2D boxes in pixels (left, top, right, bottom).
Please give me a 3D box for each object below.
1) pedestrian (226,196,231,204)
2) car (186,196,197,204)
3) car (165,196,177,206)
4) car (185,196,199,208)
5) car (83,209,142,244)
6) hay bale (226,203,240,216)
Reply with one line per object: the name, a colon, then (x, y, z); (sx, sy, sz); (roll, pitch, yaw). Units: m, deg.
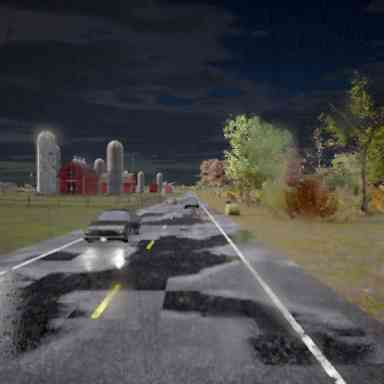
pedestrian: (3.670, 1.313, 33.539); (0.375, 1.860, 0.375); (-1, 1, -2)
car: (-0.057, 1.513, 64.200); (2.128, 1.511, 4.902); (0, 0, 0)
car: (-3.606, 1.510, 56.939); (2.128, 1.511, 4.902); (0, 0, 0)
car: (0.004, 1.580, 47.702); (1.994, 1.385, 4.181); (0, 0, 0)
car: (-3.614, 1.552, 16.215); (2.033, 1.411, 5.357); (0, 0, 0)
hay bale: (3.977, 1.666, 32.420); (1.220, 1.180, 1.240); (1, 1, 0)
